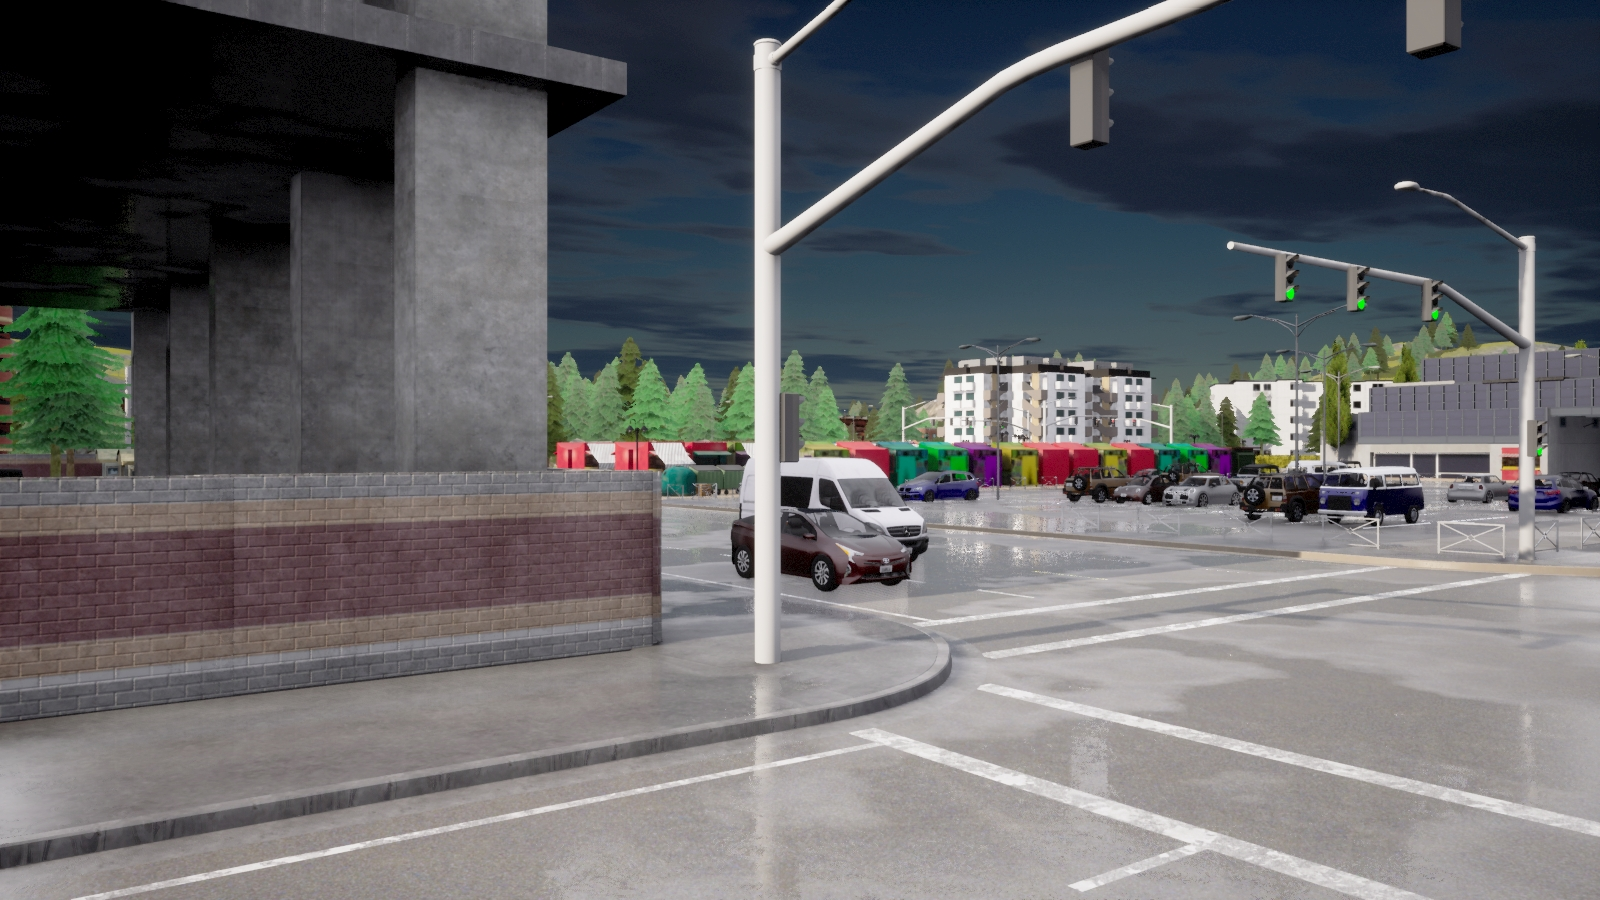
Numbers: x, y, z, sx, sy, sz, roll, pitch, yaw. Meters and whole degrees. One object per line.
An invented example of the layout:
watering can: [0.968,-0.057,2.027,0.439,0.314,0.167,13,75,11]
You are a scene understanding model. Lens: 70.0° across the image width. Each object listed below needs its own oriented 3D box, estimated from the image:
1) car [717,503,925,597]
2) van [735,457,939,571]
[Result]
car: [0.324,1.984,23.786,2.007,1.525,4.514,0,0,-36]
van: [0.780,1.479,29.066,1.988,2.561,5.915,0,0,-36]
